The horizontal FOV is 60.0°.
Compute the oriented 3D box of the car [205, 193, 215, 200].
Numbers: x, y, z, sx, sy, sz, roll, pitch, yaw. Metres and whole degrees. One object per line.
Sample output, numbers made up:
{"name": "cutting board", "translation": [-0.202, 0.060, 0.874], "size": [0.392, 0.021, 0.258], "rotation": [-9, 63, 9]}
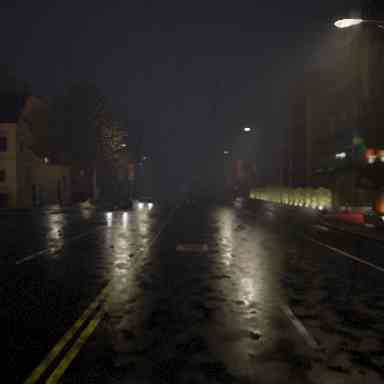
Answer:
{"name": "car", "translation": [3.415, 0.821, 63.022], "size": [2.033, 1.411, 5.357], "rotation": [0, 1, 0]}

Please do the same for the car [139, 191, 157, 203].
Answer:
{"name": "car", "translation": [-7.117, 0.997, 52.521], "size": [1.895, 1.301, 4.718], "rotation": [0, 1, 0]}

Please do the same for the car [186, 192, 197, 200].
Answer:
{"name": "car", "translation": [-0.085, 0.800, 63.014], "size": [1.812, 1.442, 4.674], "rotation": [0, 1, 0]}

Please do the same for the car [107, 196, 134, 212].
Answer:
{"name": "car", "translation": [-7.135, 1.141, 33.555], "size": [1.812, 1.442, 4.674], "rotation": [0, 1, 0]}
